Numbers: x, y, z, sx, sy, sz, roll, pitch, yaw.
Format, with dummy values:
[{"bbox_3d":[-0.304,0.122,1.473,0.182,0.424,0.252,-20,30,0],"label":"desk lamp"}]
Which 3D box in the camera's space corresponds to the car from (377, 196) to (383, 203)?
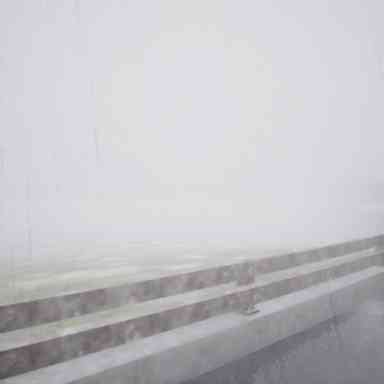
[{"bbox_3d":[42.020,1.655,72.050,2.097,1.767,4.553,0,0,6],"label":"car"}]
